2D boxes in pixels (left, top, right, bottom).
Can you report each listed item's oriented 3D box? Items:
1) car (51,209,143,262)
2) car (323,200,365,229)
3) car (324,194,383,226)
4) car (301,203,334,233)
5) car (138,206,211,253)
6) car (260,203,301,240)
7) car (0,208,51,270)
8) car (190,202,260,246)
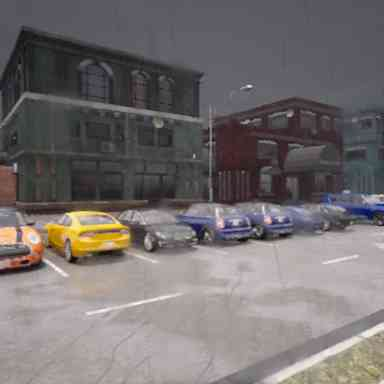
[{"bbox_3d":[-3.968,1.445,12.180,2.097,1.535,5.008,0,0,-35],"label":"car"},{"bbox_3d":[7.351,1.435,20.235,2.231,1.521,4.892,0,0,-35],"label":"car"},{"bbox_3d":[11.893,1.186,23.440,2.435,2.045,5.566,0,0,-35],"label":"car"},{"bbox_3d":[5.086,1.474,18.627,2.002,1.452,4.674,0,0,-35],"label":"car"},{"bbox_3d":[-1.712,1.442,13.798,2.231,1.521,4.892,0,0,-35],"label":"car"},{"bbox_3d":[2.838,1.310,16.991,2.185,1.767,4.553,0,0,-35],"label":"car"},{"bbox_3d":[-6.255,1.324,10.596,2.185,1.767,4.553,0,0,-35],"label":"car"},{"bbox_3d":[0.573,1.311,15.379,2.185,1.767,4.553,0,0,-35],"label":"car"}]
